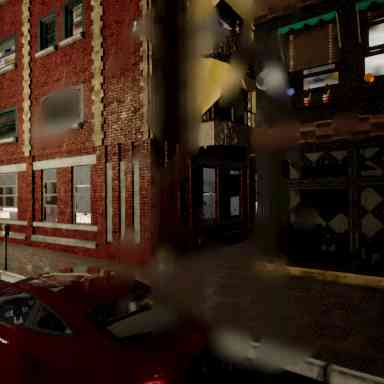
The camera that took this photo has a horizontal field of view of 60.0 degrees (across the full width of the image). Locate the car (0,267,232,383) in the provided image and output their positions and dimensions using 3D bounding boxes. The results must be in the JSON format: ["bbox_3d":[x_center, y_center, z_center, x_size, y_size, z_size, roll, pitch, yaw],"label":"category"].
[{"bbox_3d":[-1.551,1.583,3.959,4.206,1.307,1.802,0,-1,36],"label":"car"}]
